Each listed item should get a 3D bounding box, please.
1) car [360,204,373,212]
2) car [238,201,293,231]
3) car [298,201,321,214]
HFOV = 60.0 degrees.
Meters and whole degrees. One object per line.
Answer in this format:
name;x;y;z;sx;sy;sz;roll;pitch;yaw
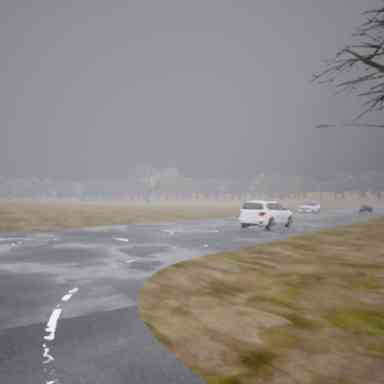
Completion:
car;32.318;2.945;61.654;1.837;1.490;4.892;0;-1;31
car;5.501;1.695;24.477;2.150;2.045;5.566;0;-1;38
car;18.709;2.502;52.876;2.150;2.045;5.566;0;0;38
